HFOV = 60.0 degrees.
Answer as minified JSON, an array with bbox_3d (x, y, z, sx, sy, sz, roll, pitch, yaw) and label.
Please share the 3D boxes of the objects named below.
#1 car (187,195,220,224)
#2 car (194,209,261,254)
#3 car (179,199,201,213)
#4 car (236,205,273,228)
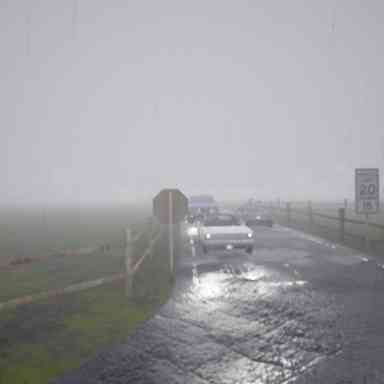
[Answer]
[{"bbox_3d":[0.753,1.226,25.358,2.150,2.045,5.566,-1,0,-4],"label":"car"},{"bbox_3d":[1.238,1.595,13.689,1.895,1.301,4.718,-1,0,-1],"label":"car"},{"bbox_3d":[-0.327,1.565,38.748,2.033,1.411,5.357,-1,0,-6],"label":"car"},{"bbox_3d":[3.841,1.516,21.759,1.994,1.385,4.181,-1,0,-3],"label":"car"}]
